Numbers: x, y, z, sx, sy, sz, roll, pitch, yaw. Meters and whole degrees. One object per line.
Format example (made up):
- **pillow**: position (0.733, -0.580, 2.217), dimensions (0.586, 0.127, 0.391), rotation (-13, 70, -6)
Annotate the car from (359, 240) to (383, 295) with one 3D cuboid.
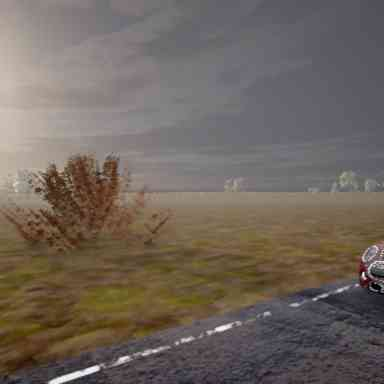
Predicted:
- **car**: position (5.835, 1.339, 7.694), dimensions (4.553, 1.767, 2.097), rotation (0, 0, -37)
